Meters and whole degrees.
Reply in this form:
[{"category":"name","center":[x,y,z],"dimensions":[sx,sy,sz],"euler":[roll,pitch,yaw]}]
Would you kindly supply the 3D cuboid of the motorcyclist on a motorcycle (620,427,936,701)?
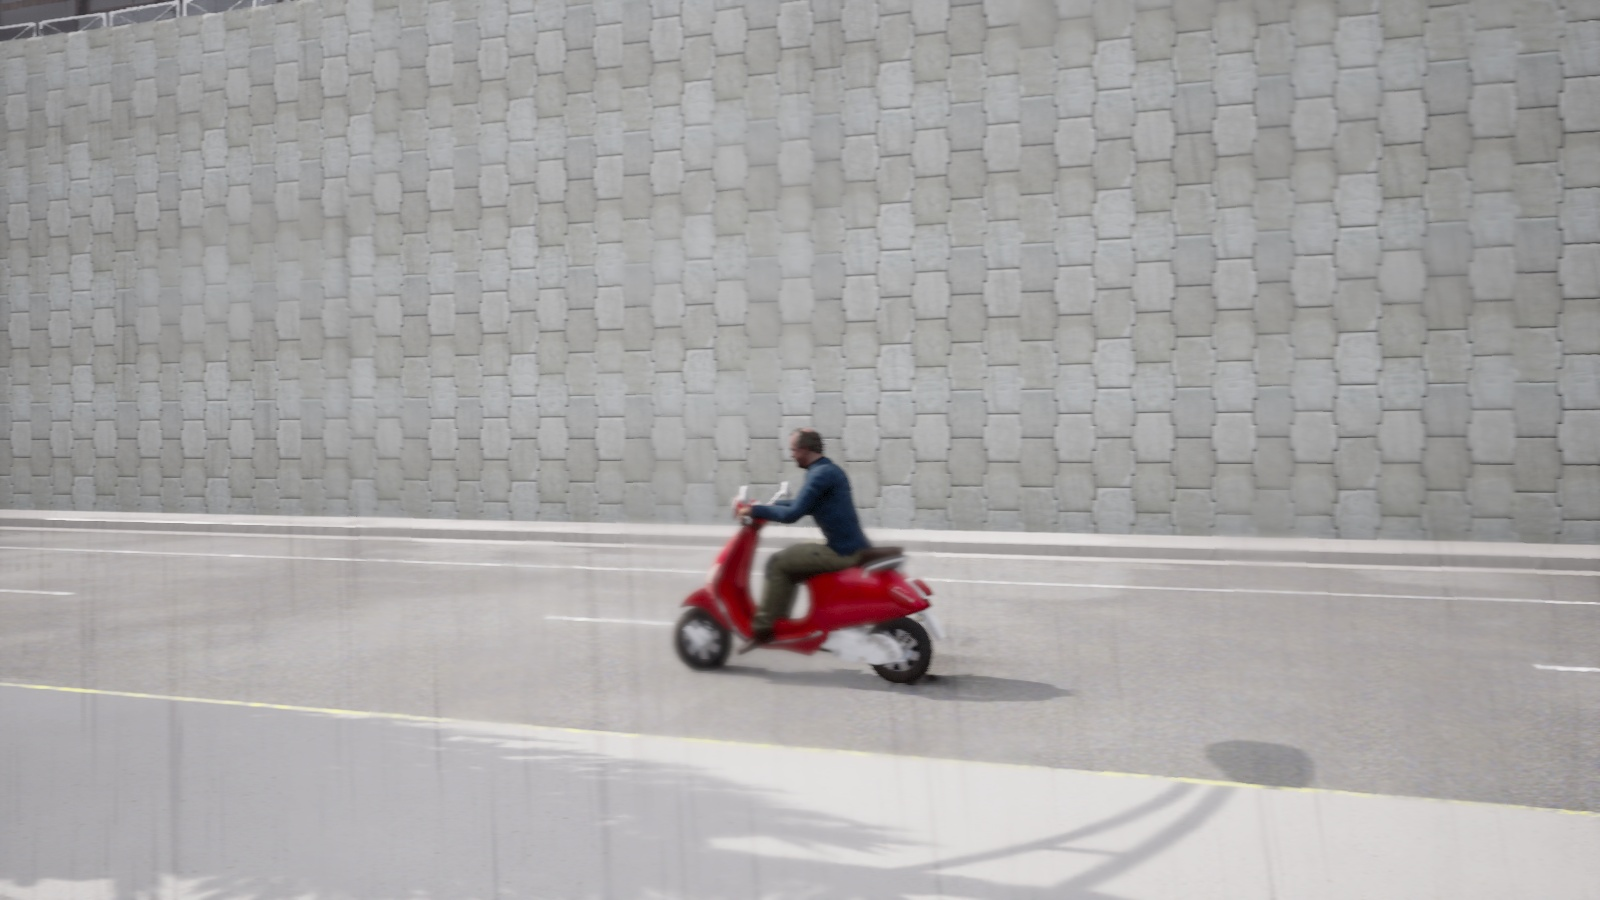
[{"category":"motorcyclist on a motorcycle","center":[-0.125,0.652,7.982],"dimensions":[1.817,1.590,0.866],"euler":[1,1,19]}]
